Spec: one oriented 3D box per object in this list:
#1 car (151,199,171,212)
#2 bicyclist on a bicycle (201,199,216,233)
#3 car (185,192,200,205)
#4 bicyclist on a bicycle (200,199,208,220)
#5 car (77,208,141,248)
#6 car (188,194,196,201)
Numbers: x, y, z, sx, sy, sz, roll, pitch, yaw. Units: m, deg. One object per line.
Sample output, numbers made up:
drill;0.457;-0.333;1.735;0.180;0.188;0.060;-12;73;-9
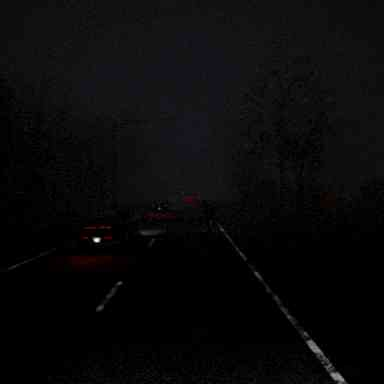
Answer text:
car;-3.415;1.450;37.185;1.895;1.301;4.718;0;0;0
bicyclist on a bicycle;0.959;1.299;17.499;0.659;1.776;1.843;0;0;0
car;0.077;1.000;55.217;2.150;2.045;5.566;0;0;0
bicyclist on a bicycle;0.955;1.346;26.300;0.582;1.620;1.656;0;0;0
car;-3.407;1.446;14.325;1.837;1.490;4.892;0;0;0
car;-0.030;1.229;73.678;1.812;1.442;4.674;0;0;0
